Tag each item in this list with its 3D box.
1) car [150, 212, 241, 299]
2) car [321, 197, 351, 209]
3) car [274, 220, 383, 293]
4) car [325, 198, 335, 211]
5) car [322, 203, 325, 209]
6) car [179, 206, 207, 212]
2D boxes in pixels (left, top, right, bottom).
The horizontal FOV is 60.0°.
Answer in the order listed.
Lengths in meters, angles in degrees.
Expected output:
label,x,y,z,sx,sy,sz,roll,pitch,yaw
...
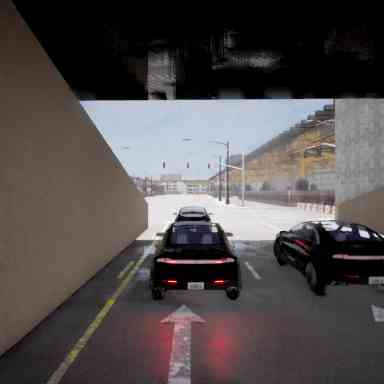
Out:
label,x,y,z,sx,sy,sz,roll,pitch,yaw
car,0.067,1.492,8.467,2.128,1.511,4.902,0,0,0
car,17.460,1.295,40.186,1.853,1.218,4.536,0,0,45
car,3.567,1.492,8.859,2.128,1.511,4.902,0,0,0
car,17.332,1.453,35.542,2.038,1.542,4.974,0,0,-35
car,17.424,1.452,40.149,2.038,1.542,4.974,0,0,45
car,0.049,1.505,17.587,1.837,1.490,4.892,0,0,0
